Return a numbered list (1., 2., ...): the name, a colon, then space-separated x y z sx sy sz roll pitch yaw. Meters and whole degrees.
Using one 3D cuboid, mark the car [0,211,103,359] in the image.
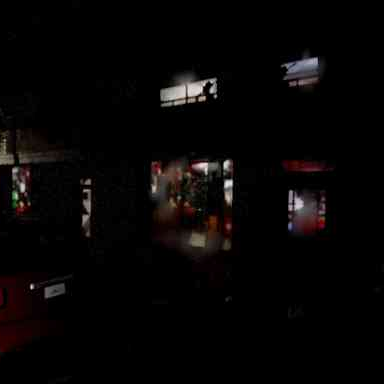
1. car: -3.603 1.245 5.401 5.009 1.841 2.192 1 1 35
